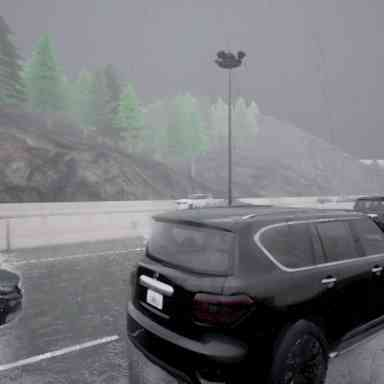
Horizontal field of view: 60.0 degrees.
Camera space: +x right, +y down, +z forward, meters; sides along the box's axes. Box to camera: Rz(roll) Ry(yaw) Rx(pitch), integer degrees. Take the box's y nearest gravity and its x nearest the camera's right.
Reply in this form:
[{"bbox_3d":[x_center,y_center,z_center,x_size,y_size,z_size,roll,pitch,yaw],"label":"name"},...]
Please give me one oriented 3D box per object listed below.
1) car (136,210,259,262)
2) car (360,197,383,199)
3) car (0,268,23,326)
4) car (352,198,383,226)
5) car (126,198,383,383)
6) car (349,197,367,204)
[{"bbox_3d":[0.348,1.548,12.941,4.674,1.442,1.812,0,0,-38],"label":"car"},{"bbox_3d":[9.662,1.239,16.095,5.566,2.045,2.150,0,0,-41],"label":"car"},{"bbox_3d":[-4.965,1.540,4.611,4.674,1.442,1.812,0,0,-35],"label":"car"},{"bbox_3d":[13.836,1.379,24.684,4.553,1.767,2.097,0,0,-44],"label":"car"},{"bbox_3d":[1.742,1.230,5.164,5.566,2.045,2.150,0,0,-37],"label":"car"},{"bbox_3d":[31.893,1.626,63.894,1.994,1.385,4.181,0,0,43],"label":"car"}]
